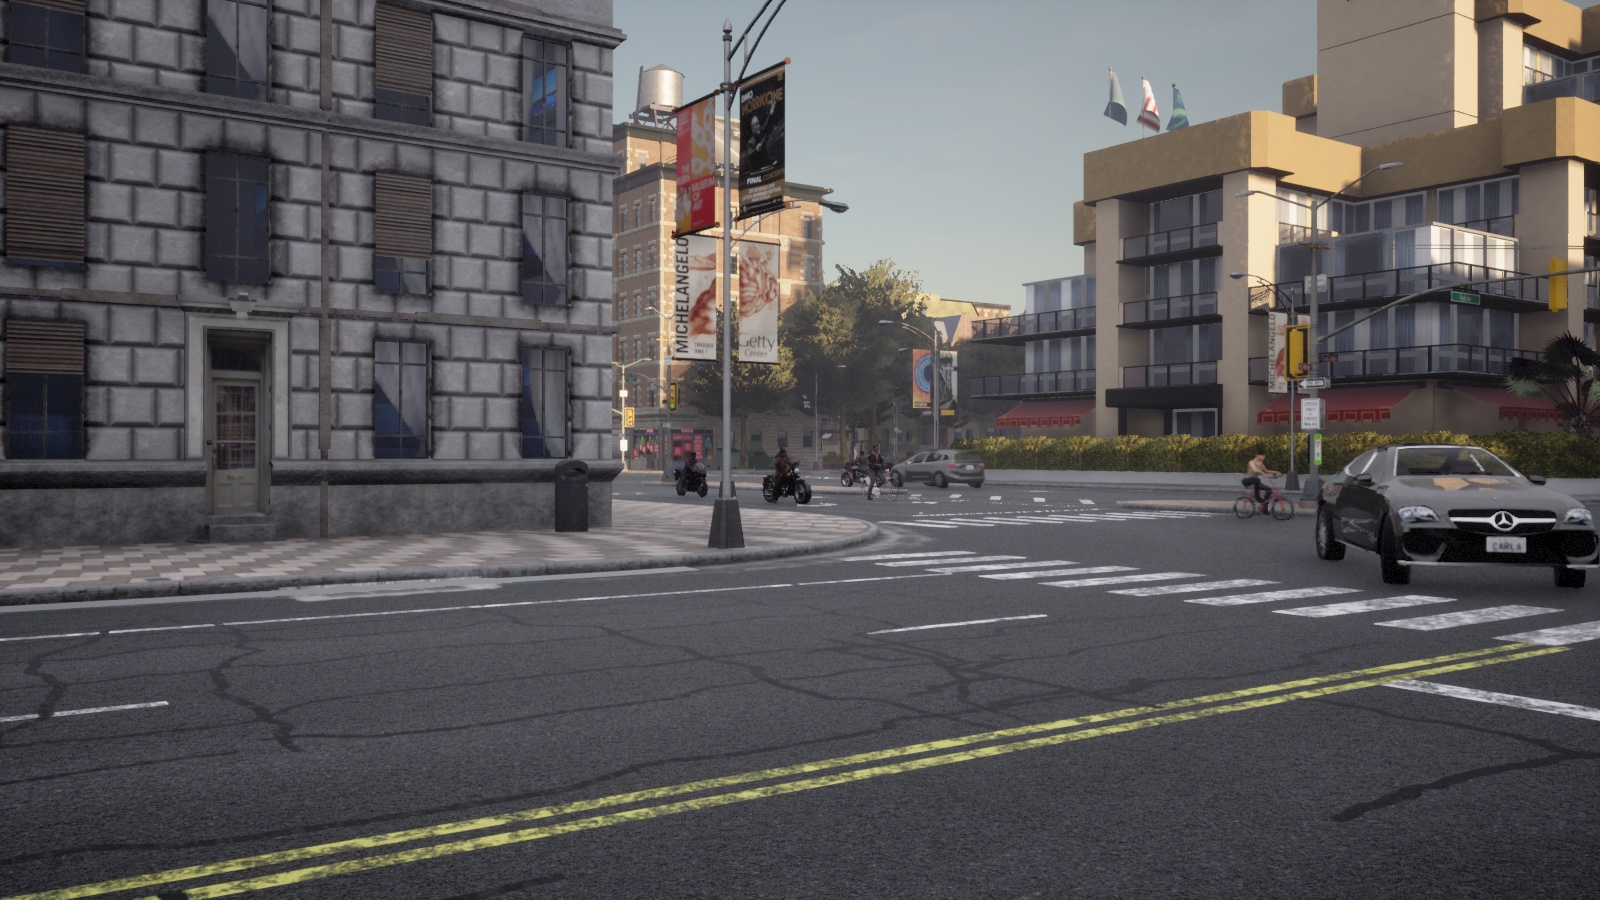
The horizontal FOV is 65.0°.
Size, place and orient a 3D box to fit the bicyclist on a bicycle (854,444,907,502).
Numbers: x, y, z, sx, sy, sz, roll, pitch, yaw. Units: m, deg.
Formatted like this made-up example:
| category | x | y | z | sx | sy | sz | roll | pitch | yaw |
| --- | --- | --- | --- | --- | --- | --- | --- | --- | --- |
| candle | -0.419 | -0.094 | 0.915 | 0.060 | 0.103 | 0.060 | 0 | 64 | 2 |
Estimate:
| category | x | y | z | sx | sy | sz | roll | pitch | yaw |
| --- | --- | --- | --- | --- | --- | --- | --- | --- | --- |
| bicyclist on a bicycle | 2.505 | 0.706 | 39.251 | 0.659 | 1.776 | 1.843 | 0 | 0 | -35 |

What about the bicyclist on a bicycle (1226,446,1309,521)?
| category | x | y | z | sx | sy | sz | roll | pitch | yaw |
| --- | --- | --- | --- | --- | --- | --- | --- | --- | --- |
| bicyclist on a bicycle | 10.425 | 0.728 | 28.048 | 0.866 | 1.612 | 1.509 | 1 | -1 | -37 |

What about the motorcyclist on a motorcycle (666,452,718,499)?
| category | x | y | z | sx | sy | sz | roll | pitch | yaw |
| --- | --- | --- | --- | --- | --- | --- | --- | --- | --- |
| motorcyclist on a motorcycle | -3.607 | 0.837 | 41.877 | 0.797 | 1.523 | 2.044 | 0 | 0 | -35 |

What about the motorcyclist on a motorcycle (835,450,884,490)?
| category | x | y | z | sx | sy | sz | roll | pitch | yaw |
| --- | --- | --- | --- | --- | --- | --- | --- | --- | --- |
| motorcyclist on a motorcycle | 2.499 | 0.820 | 53.207 | 0.766 | 1.649 | 2.350 | 0 | 0 | -35 |

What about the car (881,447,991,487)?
| category | x | y | z | sx | sy | sz | roll | pitch | yaw |
| --- | --- | --- | --- | --- | --- | --- | --- | --- | --- |
| car | 5.863 | 0.708 | 54.504 | 2.242 | 1.667 | 4.611 | 0 | 0 | -35 |

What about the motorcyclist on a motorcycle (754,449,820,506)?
| category | x | y | z | sx | sy | sz | roll | pitch | yaw |
| --- | --- | --- | --- | --- | --- | --- | --- | --- | --- |
| motorcyclist on a motorcycle | -0.392 | 0.787 | 37.286 | 0.766 | 1.649 | 2.350 | 0 | 0 | -35 |

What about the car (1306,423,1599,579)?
| category | x | y | z | sx | sy | sz | roll | pitch | yaw |
| --- | --- | --- | --- | --- | --- | --- | --- | --- | --- |
| car | 8.065 | 0.545 | 15.933 | 2.152 | 1.651 | 5.027 | 0 | 0 | 11 |

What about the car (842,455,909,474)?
| category | x | y | z | sx | sy | sz | roll | pitch | yaw |
| --- | --- | --- | --- | --- | --- | --- | --- | --- | --- |
| car | 5.515 | 1.057 | 91.330 | 4.718 | 1.301 | 1.895 | 0 | 0 | -35 |
